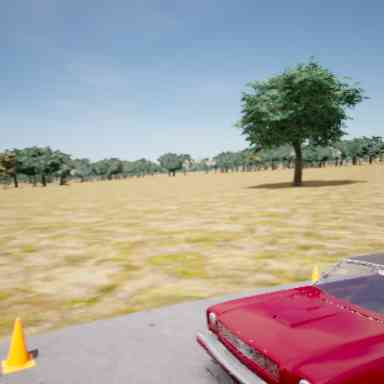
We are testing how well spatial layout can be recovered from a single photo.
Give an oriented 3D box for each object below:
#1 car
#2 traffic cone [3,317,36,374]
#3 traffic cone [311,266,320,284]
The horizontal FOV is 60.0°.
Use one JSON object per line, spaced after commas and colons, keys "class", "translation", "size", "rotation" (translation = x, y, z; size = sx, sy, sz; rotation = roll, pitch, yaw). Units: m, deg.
{"class": "car", "translation": [2.479, 1.532, 4.057], "size": [4.718, 1.301, 1.895], "rotation": [0, 2, -25]}
{"class": "traffic cone", "translation": [-2.179, 1.878, 4.188], "size": [0.340, 0.580, 0.340], "rotation": [-1, 1, -33]}
{"class": "traffic cone", "translation": [2.540, 1.810, 6.806], "size": [0.340, 0.580, 0.340], "rotation": [-1, 2, -25]}
